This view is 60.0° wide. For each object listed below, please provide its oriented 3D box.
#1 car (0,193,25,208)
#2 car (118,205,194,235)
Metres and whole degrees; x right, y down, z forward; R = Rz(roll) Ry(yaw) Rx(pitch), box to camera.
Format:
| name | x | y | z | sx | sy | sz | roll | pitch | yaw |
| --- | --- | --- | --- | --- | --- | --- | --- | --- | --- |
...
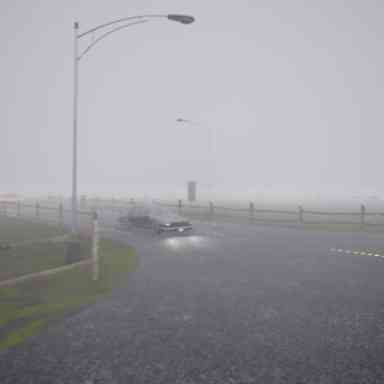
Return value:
| name | x | y | z | sx | sy | sz | roll | pitch | yaw |
| --- | --- | --- | --- | --- | --- | --- | --- | --- | --- |
| car | -21.221 | 0.956 | 38.918 | 2.097 | 1.767 | 4.553 | 0 | 0 | -43 |
| car | -2.177 | 1.433 | 18.241 | 2.033 | 1.411 | 5.357 | 1 | 0 | -39 |
